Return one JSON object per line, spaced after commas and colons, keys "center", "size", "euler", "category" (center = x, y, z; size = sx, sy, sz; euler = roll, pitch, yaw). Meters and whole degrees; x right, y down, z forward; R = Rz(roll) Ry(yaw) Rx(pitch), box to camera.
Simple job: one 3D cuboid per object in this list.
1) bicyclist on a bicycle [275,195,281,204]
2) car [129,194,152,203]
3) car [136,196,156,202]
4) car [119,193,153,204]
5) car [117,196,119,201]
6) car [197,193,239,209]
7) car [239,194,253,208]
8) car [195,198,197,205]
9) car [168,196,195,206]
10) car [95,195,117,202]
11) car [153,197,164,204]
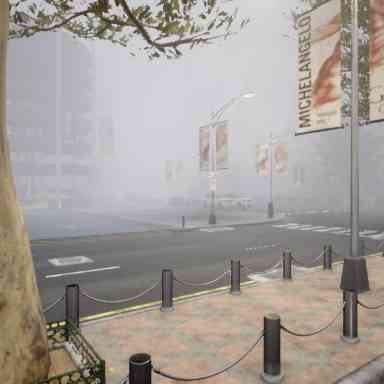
{"center": [15.726, 1.300, 60.483], "size": [1.656, 1.620, 0.582], "euler": [0, 0, -36], "category": "bicyclist on a bicycle"}
{"center": [-11.251, 1.355, 72.586], "size": [4.553, 1.767, 2.097], "euler": [0, 0, 26], "category": "car"}
{"center": [-10.504, 1.552, 76.141], "size": [4.181, 1.385, 1.994], "euler": [0, 0, 26], "category": "car"}
{"center": [-10.826, 1.218, 63.717], "size": [5.566, 2.045, 2.150], "euler": [1, 0, 36], "category": "car"}
{"center": [-19.528, 1.418, 79.666], "size": [5.008, 1.535, 1.882], "euler": [0, 0, 12], "category": "car"}
{"center": [3.562, 1.221, 46.556], "size": [2.150, 2.045, 5.566], "euler": [0, 0, -35], "category": "car"}
{"center": [6.417, 1.221, 48.580], "size": [2.150, 2.045, 5.566], "euler": [0, 0, -35], "category": "car"}
{"center": [0.705, 1.601, 56.505], "size": [1.895, 1.301, 4.718], "euler": [0, 0, -37], "category": "car"}
{"center": [-2.156, 1.505, 54.465], "size": [1.837, 1.490, 4.892], "euler": [0, 0, -37], "category": "car"}
{"center": [-20.492, 1.450, 76.302], "size": [4.892, 1.490, 1.837], "euler": [0, 0, 12], "category": "car"}
{"center": [-7.623, 1.601, 65.666], "size": [4.718, 1.301, 1.895], "euler": [0, 0, 40], "category": "car"}
